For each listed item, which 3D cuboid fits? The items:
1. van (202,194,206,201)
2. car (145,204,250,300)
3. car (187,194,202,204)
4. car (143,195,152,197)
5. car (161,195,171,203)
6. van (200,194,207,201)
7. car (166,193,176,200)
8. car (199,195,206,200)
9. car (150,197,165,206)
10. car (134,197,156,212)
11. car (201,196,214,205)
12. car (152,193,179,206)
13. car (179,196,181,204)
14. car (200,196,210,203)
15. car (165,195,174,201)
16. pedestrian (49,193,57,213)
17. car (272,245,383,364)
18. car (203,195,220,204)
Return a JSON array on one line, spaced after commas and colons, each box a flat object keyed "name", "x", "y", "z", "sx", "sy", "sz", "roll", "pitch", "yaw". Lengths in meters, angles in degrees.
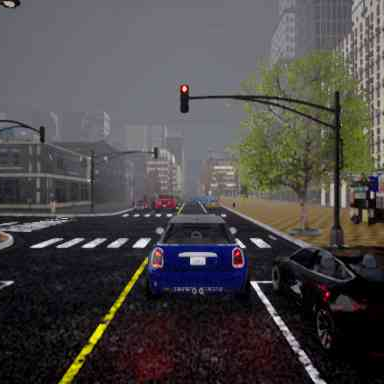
[{"name": "van", "x": 2.769, "y": 1.309, "z": 49.444, "sx": 1.690, "sy": 1.788, "sz": 3.998, "roll": 0, "pitch": 0, "yaw": 0}, {"name": "car", "x": 0.113, "y": 1.346, "z": 8.532, "sx": 2.097, "sy": 1.767, "sz": 4.553, "roll": 0, "pitch": 0, "yaw": 0}, {"name": "car", "x": 0.184, "y": 1.511, "z": 56.978, "sx": 2.033, "sy": 1.411, "sz": 5.357, "roll": 0, "pitch": 0, "yaw": 0}, {"name": "car", "x": -5.620, "y": 1.287, "z": 43.903, "sx": 2.192, "sy": 1.841, "sz": 5.009, "roll": 0, "pitch": 0, "yaw": 0}, {"name": "car", "x": -5.580, "y": 1.480, "z": 71.488, "sx": 1.752, "sy": 1.417, "sz": 4.829, "roll": 0, "pitch": 0, "yaw": 0}, {"name": "van", "x": 2.820, "y": 1.289, "z": 82.750, "sx": 1.690, "sy": 1.788, "sz": 3.998, "roll": 0, "pitch": 0, "yaw": 0}, {"name": "car", "x": -5.553, "y": 1.260, "z": 88.311, "sx": 2.192, "sy": 1.841, "sz": 5.009, "roll": 0, "pitch": 0, "yaw": 0}, {"name": "car", "x": 2.827, "y": 1.471, "z": 88.471, "sx": 1.752, "sy": 1.417, "sz": 4.829, "roll": 0, "pitch": 0, "yaw": 0}, {"name": "car", "x": -5.604, "y": 1.516, "z": 55.005, "sx": 2.008, "sy": 1.369, "sz": 4.403, "roll": 0, "pitch": 0, "yaw": 0}, {"name": "car", "x": -5.630, "y": 1.557, "z": 38.352, "sx": 1.802, "sy": 1.307, "sz": 4.206, "roll": 0, "pitch": 0, "yaw": 0}, {"name": "car", "x": 2.784, "y": 1.512, "z": 60.546, "sx": 2.008, "sy": 1.369, "sz": 4.403, "roll": 0, "pitch": 0, "yaw": 0}, {"name": "car", "x": -3.031, "y": 1.196, "z": 39.499, "sx": 2.150, "sy": 2.045, "sz": 5.566, "roll": 0, "pitch": 0, "yaw": 0}, {"name": "car", "x": -3.012, "y": 1.493, "z": 50.154, "sx": 1.812, "sy": 1.442, "sz": 4.674, "roll": 0, "pitch": 0, "yaw": 0}, {"name": "car", "x": 2.801, "y": 1.521, "z": 71.648, "sx": 1.947, "sy": 1.339, "sz": 4.313, "roll": 0, "pitch": 0, "yaw": 0}, {"name": "car", "x": -5.563, "y": 1.499, "z": 82.760, "sx": 2.008, "sy": 1.369, "sz": 4.403, "roll": 0, "pitch": 0, "yaw": 0}, {"name": "pedestrian", "x": -12.705, "y": 1.017, "z": 30.367, "sx": 0.375, "sy": 1.860, "sz": 0.375, "roll": 0, "pitch": -1, "yaw": -1}, {"name": "car", "x": 2.702, "y": 1.562, "z": 5.864, "sx": 1.947, "sy": 1.339, "sz": 4.313, "roll": 0, "pitch": 0, "yaw": 0}, {"name": "car", "x": 2.759, "y": 1.497, "z": 44.063, "sx": 1.752, "sy": 1.417, "sz": 4.829, "roll": 0, "pitch": 0, "yaw": 0}]
